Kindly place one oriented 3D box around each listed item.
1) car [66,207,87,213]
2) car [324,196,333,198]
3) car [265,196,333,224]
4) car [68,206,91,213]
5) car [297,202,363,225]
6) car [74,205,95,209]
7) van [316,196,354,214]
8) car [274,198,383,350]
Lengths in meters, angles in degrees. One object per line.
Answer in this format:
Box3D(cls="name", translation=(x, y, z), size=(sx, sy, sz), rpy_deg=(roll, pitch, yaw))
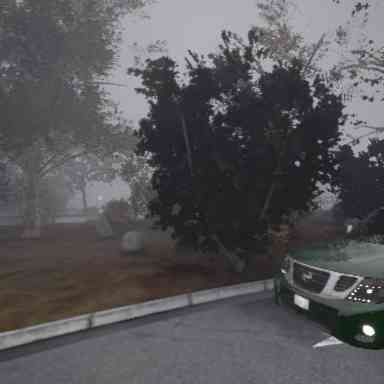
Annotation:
Box3D(cls="car", translation=(-29.515, 4.515, 84.932), size=(4.674, 1.452, 2.002), rpy_deg=(0, -3, -34))
Box3D(cls="car", translation=(12.027, 1.254, 23.014), size=(5.566, 2.045, 2.435), rpy_deg=(0, -1, -34))
Box3D(cls="car", translation=(8.947, 1.351, 27.524), size=(5.566, 2.045, 2.435), rpy_deg=(0, -1, -34))
Box3D(cls="car", translation=(-27.784, 4.327, 82.308), size=(5.008, 1.535, 2.097), rpy_deg=(0, -3, -34))
Box3D(cls="car", translation=(10.506, 1.552, 25.202), size=(4.892, 1.521, 2.231), rpy_deg=(0, -1, -34))
Box3D(cls="car", translation=(-24.160, 4.059, 76.859), size=(4.674, 1.452, 2.002), rpy_deg=(0, -3, -34))
Box3D(cls="van", translation=(16.431, 1.439, 38.100), size=(4.442, 1.987, 1.878), rpy_deg=(0, -1, -34))
Box3D(cls="car", translation=(4.162, 1.190, 5.627), size=(5.566, 2.045, 2.150), rpy_deg=(0, 0, -19))
